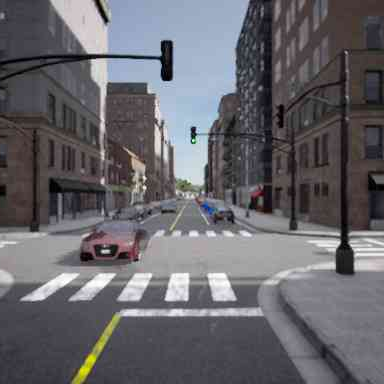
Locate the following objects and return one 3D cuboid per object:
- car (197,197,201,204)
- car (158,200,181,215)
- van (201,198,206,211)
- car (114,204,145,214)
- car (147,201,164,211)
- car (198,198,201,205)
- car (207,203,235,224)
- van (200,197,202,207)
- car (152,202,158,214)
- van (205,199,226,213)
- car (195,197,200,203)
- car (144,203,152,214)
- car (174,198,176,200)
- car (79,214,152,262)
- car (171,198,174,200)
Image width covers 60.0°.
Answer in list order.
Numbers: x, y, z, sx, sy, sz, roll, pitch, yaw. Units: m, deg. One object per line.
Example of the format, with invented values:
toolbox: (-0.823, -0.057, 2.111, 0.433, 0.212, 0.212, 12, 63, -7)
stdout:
car: (2.492, 2.313, 67.934, 1.752, 1.417, 4.829, 0, -1, 0)
car: (-2.841, 2.040, 41.846, 2.033, 1.411, 5.357, 0, -1, 0)
van: (2.541, 1.868, 45.039, 1.690, 1.788, 3.998, 0, -1, 0)
car: (-5.447, 1.897, 27.973, 1.947, 1.339, 4.313, 0, -1, 0)
car: (-5.496, 2.143, 50.701, 2.008, 1.369, 4.403, 0, -1, 0)
car: (2.505, 2.303, 62.082, 1.802, 1.307, 4.206, 0, -1, 0)
car: (2.578, 1.881, 27.990, 2.008, 1.369, 4.403, 0, -1, 0)
van: (2.529, 1.933, 50.721, 1.690, 1.788, 3.998, 0, -1, 0)
car: (-5.471, 2.028, 39.337, 1.947, 1.339, 4.313, 0, -1, 0)
van: (2.566, 1.737, 33.675, 1.690, 1.788, 3.998, 0, -1, 0)
car: (2.455, 2.523, 84.810, 1.887, 1.381, 4.507, 0, -1, 0)
car: (-5.459, 1.979, 33.654, 1.802, 1.307, 4.206, 0, -1, 0)
car: (-5.557, 2.465, 79.110, 2.008, 1.369, 4.403, 0, -1, 0)
car: (-2.776, 1.744, 12.692, 1.994, 1.385, 4.181, 0, -1, 0)
car: (-5.545, 2.395, 73.428, 1.887, 1.381, 4.507, 0, -1, 0)
